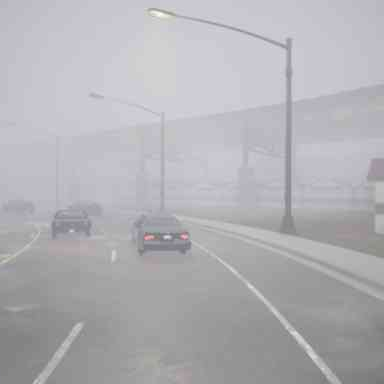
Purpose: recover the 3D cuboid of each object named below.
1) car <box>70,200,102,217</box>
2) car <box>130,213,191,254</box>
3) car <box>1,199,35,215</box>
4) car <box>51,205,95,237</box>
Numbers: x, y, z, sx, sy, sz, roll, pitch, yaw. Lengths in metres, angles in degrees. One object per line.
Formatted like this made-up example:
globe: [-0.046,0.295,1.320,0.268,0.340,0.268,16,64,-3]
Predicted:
car: [-9.857,1.486,30.269,1.882,1.535,5.008,1,0,-37]
car: [-1.442,1.570,13.637,2.033,1.411,5.357,0,0,-14]
car: [-17.428,1.472,33.240,4.892,1.490,1.837,0,-1,42]
car: [-6.686,1.601,18.279,1.895,1.301,4.718,0,0,-22]
